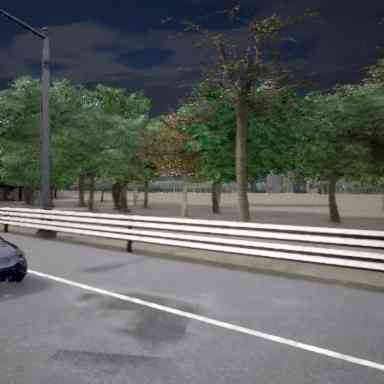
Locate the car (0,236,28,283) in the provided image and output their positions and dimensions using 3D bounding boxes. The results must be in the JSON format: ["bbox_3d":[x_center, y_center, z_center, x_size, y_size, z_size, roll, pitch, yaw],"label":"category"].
[{"bbox_3d":[-6.059,1.570,8.541,4.181,1.385,1.994,0,0,37],"label":"car"}]
